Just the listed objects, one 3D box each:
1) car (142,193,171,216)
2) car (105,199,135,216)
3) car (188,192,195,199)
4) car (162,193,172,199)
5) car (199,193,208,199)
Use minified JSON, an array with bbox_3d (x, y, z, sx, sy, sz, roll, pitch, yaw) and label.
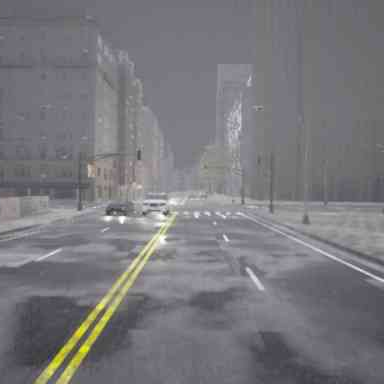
[{"bbox_3d":[-3.267,1.070,30.946,2.150,2.045,5.566,1,0,0],"label":"car"},{"bbox_3d":[-6.520,1.356,30.798,2.033,1.411,5.357,1,0,0],"label":"car"},{"bbox_3d":[-0.045,1.129,90.043,2.128,1.511,4.902,1,0,0],"label":"car"},{"bbox_3d":[-6.544,1.099,87.724,2.128,1.511,4.902,1,0,0],"label":"car"},{"bbox_3d":[3.205,1.161,90.044,1.812,1.442,4.674,1,0,0],"label":"car"}]
